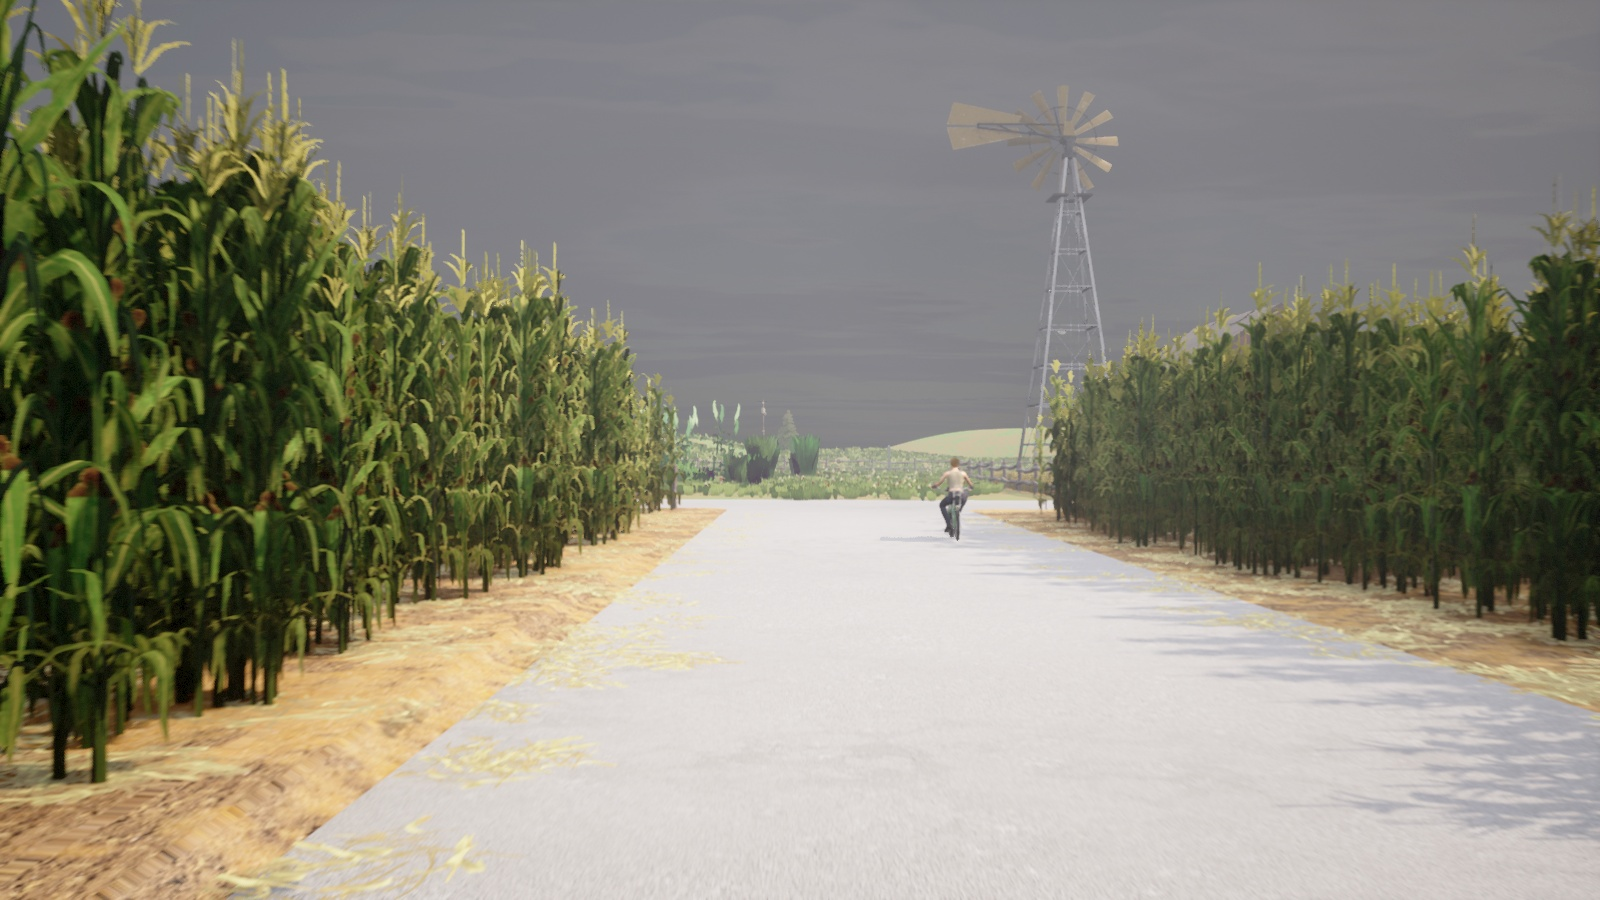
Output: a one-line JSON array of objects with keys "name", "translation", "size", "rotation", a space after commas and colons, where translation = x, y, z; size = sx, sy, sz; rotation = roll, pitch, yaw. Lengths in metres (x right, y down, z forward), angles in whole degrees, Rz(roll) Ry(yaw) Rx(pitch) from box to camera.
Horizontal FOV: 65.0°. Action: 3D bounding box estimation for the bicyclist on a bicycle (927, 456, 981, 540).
[{"name": "bicyclist on a bicycle", "translation": [3.043, 0.927, 24.923], "size": [0.866, 1.612, 1.509], "rotation": [0, 0, 0]}]
